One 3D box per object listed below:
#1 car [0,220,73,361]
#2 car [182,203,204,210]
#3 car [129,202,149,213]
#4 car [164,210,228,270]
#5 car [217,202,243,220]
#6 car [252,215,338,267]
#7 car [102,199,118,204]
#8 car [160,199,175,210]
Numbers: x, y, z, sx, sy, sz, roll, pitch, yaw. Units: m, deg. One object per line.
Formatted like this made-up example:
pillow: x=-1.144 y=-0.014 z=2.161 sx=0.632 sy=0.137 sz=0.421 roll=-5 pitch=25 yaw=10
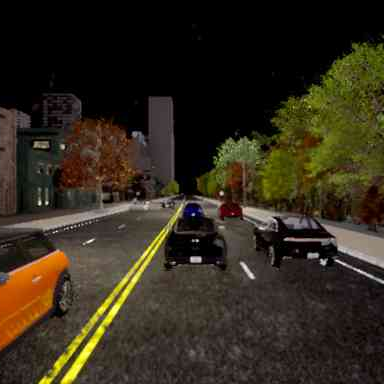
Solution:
car: x=-3.349 y=1.381 z=4.518 sx=2.097 sy=1.767 sz=4.553 roll=0 pitch=0 yaw=0
car: x=0.106 y=1.707 z=29.397 sx=1.812 sy=1.442 sz=4.674 roll=0 pitch=0 yaw=0
car: x=-6.650 y=1.859 z=41.778 sx=1.895 sy=1.301 sz=4.718 roll=0 pitch=0 yaw=-1
car: x=0.103 y=1.575 z=11.298 sx=1.837 sy=1.490 sz=4.892 roll=0 pitch=0 yaw=0
car: x=3.356 y=1.662 z=29.835 sx=1.882 sy=1.535 sz=5.008 roll=0 pitch=0 yaw=0
car: x=3.353 y=1.564 z=11.628 sx=2.128 sy=1.511 sz=4.902 roll=0 pitch=0 yaw=0
car: x=-20.677 y=2.336 z=83.163 sx=4.313 sy=1.339 sz=1.947 roll=-1 pitch=1 yaw=-1
car: x=-3.478 y=1.793 z=48.419 sx=2.128 sy=1.511 sz=4.902 roll=0 pitch=-1 yaw=-1
